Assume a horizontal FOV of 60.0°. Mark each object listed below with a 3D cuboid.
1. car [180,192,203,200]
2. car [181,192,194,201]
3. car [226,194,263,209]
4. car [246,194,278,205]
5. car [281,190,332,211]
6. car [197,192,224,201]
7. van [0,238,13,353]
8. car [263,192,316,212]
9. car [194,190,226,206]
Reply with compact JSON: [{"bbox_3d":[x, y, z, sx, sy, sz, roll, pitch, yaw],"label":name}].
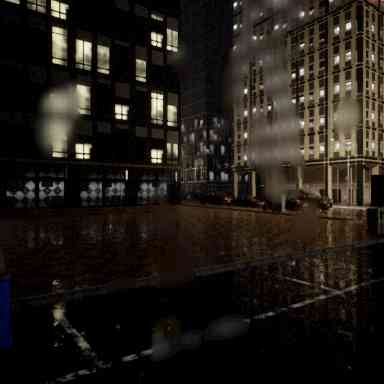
[{"bbox_3d":[-0.082,0.647,59.866,1.947,1.339,4.313,1,0,-36],"label":"car"},{"bbox_3d":[-1.878,0.677,52.476,2.128,1.511,4.902,0,1,-35],"label":"car"},{"bbox_3d":[6.164,1.105,36.813,1.802,1.307,4.206,1,0,-36],"label":"car"},{"bbox_3d":[9.680,0.985,46.280,1.802,1.307,4.206,1,0,-36],"label":"car"},{"bbox_3d":[11.391,0.844,33.954,2.150,2.045,5.566,0,1,-36],"label":"car"},{"bbox_3d":[3.074,0.710,55.475,1.752,1.417,4.829,1,0,-36],"label":"car"},{"bbox_3d":[-4.151,1.341,3.596,3.998,1.788,1.690,0,0,-36],"label":"van"},{"bbox_3d":[9.421,1.071,32.286,1.967,1.590,4.097,1,0,-36],"label":"car"},{"bbox_3d":[2.918,0.731,41.338,2.192,1.841,5.009,1,0,-36],"label":"car"}]
